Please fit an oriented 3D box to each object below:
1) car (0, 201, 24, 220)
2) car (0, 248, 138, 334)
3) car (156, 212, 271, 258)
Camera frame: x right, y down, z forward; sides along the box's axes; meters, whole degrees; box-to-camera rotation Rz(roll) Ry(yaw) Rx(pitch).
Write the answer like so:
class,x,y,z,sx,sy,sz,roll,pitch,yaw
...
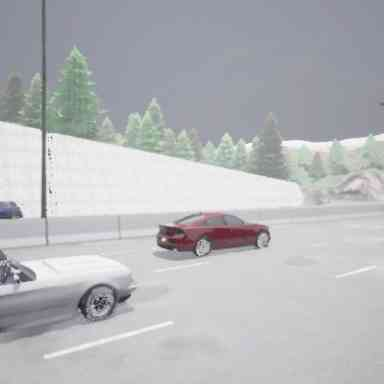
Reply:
class,x,y,z,sx,sy,sz,roll,pitch,yaw
car,-16.219,1.507,26.837,4.553,1.767,2.097,0,0,-36
car,-3.369,1.635,5.633,4.718,1.301,1.895,0,0,-36
car,1.001,1.529,13.176,5.008,1.535,1.882,0,0,-36
